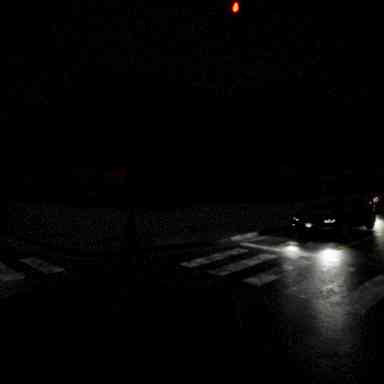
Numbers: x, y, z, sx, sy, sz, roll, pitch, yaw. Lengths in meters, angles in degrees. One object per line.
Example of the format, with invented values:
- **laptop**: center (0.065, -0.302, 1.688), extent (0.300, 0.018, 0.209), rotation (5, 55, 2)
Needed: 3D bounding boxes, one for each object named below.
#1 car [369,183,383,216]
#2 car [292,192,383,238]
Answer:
- **car**: center (12.492, 0.373, 19.845), extent (4.553, 1.767, 2.097), rotation (-3, 3, -43)
- **car**: center (5.972, 0.873, 13.719), extent (4.892, 1.490, 1.837), rotation (-3, 3, -43)
